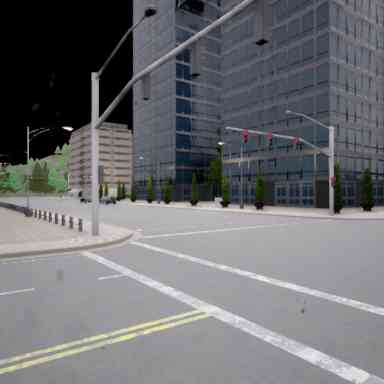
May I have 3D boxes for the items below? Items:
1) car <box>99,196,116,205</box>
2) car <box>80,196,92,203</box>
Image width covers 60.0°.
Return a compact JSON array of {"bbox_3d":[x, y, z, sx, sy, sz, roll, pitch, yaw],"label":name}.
[{"bbox_3d":[-14.657,1.446,57.204,1.837,1.490,4.892,0,0,-35],"label":"car"},{"bbox_3d":[-20.624,1.489,65.715,2.033,1.411,5.357,0,0,-33],"label":"car"}]
